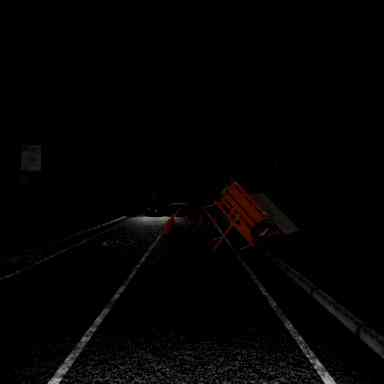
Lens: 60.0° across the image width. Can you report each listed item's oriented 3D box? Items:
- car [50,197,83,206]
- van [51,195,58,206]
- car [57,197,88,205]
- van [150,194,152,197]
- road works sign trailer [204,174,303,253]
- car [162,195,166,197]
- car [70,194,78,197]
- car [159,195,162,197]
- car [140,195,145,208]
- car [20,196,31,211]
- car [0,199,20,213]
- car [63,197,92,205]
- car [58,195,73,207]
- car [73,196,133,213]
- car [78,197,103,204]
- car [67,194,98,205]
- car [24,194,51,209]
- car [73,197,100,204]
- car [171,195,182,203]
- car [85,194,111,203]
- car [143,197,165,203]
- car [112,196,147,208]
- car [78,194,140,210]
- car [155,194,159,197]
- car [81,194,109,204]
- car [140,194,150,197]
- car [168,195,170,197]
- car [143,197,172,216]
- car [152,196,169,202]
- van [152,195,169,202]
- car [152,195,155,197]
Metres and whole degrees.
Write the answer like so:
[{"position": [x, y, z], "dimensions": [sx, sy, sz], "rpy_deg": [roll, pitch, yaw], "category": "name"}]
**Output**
[{"position": [-21.928, 1.634, 58.343], "dimensions": [5.008, 1.535, 2.097], "rpy_deg": [0, -1, 0], "category": "car"}, {"position": [-22.040, 1.307, 47.202], "dimensions": [4.442, 1.987, 1.878], "rpy_deg": [0, 0, 0], "category": "van"}, {"position": [-21.908, 1.689, 61.128], "dimensions": [4.792, 1.488, 2.163], "rpy_deg": [0, -1, 0], "category": "car"}, {"position": [-8.730, 1.332, 50.068], "dimensions": [4.442, 1.987, 1.878], "rpy_deg": [0, -1, 0], "category": "van"}, {"position": [2.367, 1.056, 12.647], "dimensions": [3.560, 2.880, 2.380], "rpy_deg": [-5, 45, -44], "category": "road works sign trailer"}, {"position": [-8.868, 1.772, 72.492], "dimensions": [5.008, 1.535, 2.097], "rpy_deg": [0, -1, 0], "category": "car"}, {"position": [-21.745, 1.605, 55.557], "dimensions": [5.366, 1.575, 1.946], "rpy_deg": [0, -1, 0], "category": "car"}, {"position": [-8.887, 1.408, 61.282], "dimensions": [5.566, 2.045, 2.435], "rpy_deg": [0, -1, 0], "category": "car"}, {"position": [-8.849, 1.490, 41.656], "dimensions": [4.892, 1.521, 2.231], "rpy_deg": [0, 0, 0], "category": "car"}, {"position": [-21.926, 1.513, 38.851], "dimensions": [4.674, 1.452, 2.002], "rpy_deg": [0, 0, 0], "category": "car"}, {"position": [-21.930, 1.458, 36.065], "dimensions": [5.008, 1.535, 2.097], "rpy_deg": [0, 0, 0], "category": "car"}, {"position": [-21.970, 1.714, 63.913], "dimensions": [4.792, 1.488, 2.163], "rpy_deg": [0, -1, 0], "category": "car"}, {"position": [-21.925, 1.623, 52.772], "dimensions": [4.674, 1.452, 2.002], "rpy_deg": [0, -1, 0], "category": "car"}, {"position": [-8.841, 1.450, 33.251], "dimensions": [4.892, 1.521, 2.231], "rpy_deg": [0, 0, 0], "category": "car"}, {"position": [-21.950, 1.810, 72.143], "dimensions": [4.674, 1.452, 2.002], "rpy_deg": [0, -1, 0], "category": "car"}, {"position": [-21.917, 1.460, 66.699], "dimensions": [5.566, 2.045, 2.435], "rpy_deg": [0, -1, 0], "category": "car"}, {"position": [-21.892, 1.385, 44.421], "dimensions": [4.553, 1.767, 2.185], "rpy_deg": [0, 0, 0], "category": "car"}, {"position": [-21.944, 1.741, 69.483], "dimensions": [5.008, 1.535, 2.097], "rpy_deg": [0, -1, 0], "category": "car"}, {"position": [-3.249, 1.925, 77.470], "dimensions": [1.994, 1.385, 4.181], "rpy_deg": [0, -1, 0], "category": "car"}, {"position": [-21.932, 1.585, 77.715], "dimensions": [5.566, 2.045, 2.435], "rpy_deg": [0, -1, 0], "category": "car"}, {"position": [-8.910, 1.869, 78.095], "dimensions": [4.792, 1.488, 2.163], "rpy_deg": [0, -1, 0], "category": "car"}, {"position": [-8.813, 1.407, 47.263], "dimensions": [4.553, 1.767, 2.185], "rpy_deg": [0, -1, 0], "category": "car"}, {"position": [-8.874, 1.208, 36.054], "dimensions": [5.566, 2.045, 2.435], "rpy_deg": [0, 0, 0], "category": "car"}, {"position": [-8.849, 1.634, 58.476], "dimensions": [5.008, 1.535, 2.097], "rpy_deg": [0, -1, 0], "category": "car"}, {"position": [-21.927, 1.552, 75.054], "dimensions": [5.566, 2.045, 2.435], "rpy_deg": [0, -1, 0], "category": "car"}, {"position": [-8.872, 1.259, 44.464], "dimensions": [5.566, 2.045, 2.435], "rpy_deg": [0, 0, 0], "category": "car"}, {"position": [-8.863, 1.973, 86.504], "dimensions": [4.792, 1.488, 2.163], "rpy_deg": [0, -1, 0], "category": "car"}, {"position": [-3.249, 1.477, 32.045], "dimensions": [1.837, 1.490, 4.892], "rpy_deg": [0, 0, 0], "category": "car"}, {"position": [-8.935, 1.921, 94.915], "dimensions": [4.553, 1.767, 2.185], "rpy_deg": [0, -1, 0], "category": "car"}, {"position": [-8.783, 1.786, 92.113], "dimensions": [4.442, 1.987, 1.878], "rpy_deg": [0, -1, 0], "category": "van"}, {"position": [-8.842, 1.584, 52.870], "dimensions": [4.892, 1.521, 2.231], "rpy_deg": [0, -1, 0], "category": "car"}]
